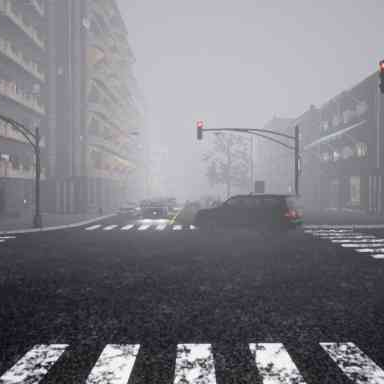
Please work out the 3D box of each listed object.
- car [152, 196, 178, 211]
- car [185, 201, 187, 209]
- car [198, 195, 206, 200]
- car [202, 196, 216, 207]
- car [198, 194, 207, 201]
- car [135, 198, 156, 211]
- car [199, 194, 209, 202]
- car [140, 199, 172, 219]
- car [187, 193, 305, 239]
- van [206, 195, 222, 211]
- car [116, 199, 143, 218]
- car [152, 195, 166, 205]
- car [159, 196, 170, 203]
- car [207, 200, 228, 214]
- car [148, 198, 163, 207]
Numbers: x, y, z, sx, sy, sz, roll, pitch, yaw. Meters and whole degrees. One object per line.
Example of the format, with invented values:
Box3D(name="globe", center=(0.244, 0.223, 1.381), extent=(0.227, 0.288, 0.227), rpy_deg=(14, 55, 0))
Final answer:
Box3D(name="car", center=(-3.103, 1.535, 38.689), extent=(2.033, 1.411, 5.357), rpy_deg=(0, 0, 0))
Box3D(name="car", center=(0.094, 1.586, 43.451), extent=(1.895, 1.301, 4.718), rpy_deg=(0, 0, 0))
Box3D(name="car", center=(2.679, 1.495, 91.041), extent=(1.887, 1.381, 4.507), rpy_deg=(0, 0, 0))
Box3D(name="car", center=(2.682, 1.420, 52.308), extent=(1.967, 1.590, 4.097), rpy_deg=(0, 0, 0))
Box3D(name="car", center=(2.678, 1.396, 85.508), extent=(1.967, 1.590, 4.097), rpy_deg=(0, 0, 0))
Box3D(name="car", center=(-5.697, 1.531, 41.247), extent=(1.887, 1.381, 4.507), rpy_deg=(0, 0, 0))
Box3D(name="car", center=(2.679, 1.280, 74.441), extent=(2.192, 1.841, 5.009), rpy_deg=(0, 0, 0))
Box3D(name="car", center=(-3.112, 1.556, 29.341), extent=(1.994, 1.385, 4.181), rpy_deg=(0, 0, -1))
Box3D(name="car", center=(2.779, 1.114, 16.811), extent=(5.566, 2.045, 2.150), rpy_deg=(0, 2, 34))
Box3D(name="van", center=(2.682, 1.327, 41.240), extent=(1.690, 1.788, 3.998), rpy_deg=(0, 0, 0))
Box3D(name="car", center=(-5.696, 1.542, 30.180), extent=(2.008, 1.369, 4.403), rpy_deg=(0, 0, 0))
Box3D(name="car", center=(-5.700, 1.417, 57.847), extent=(1.967, 1.590, 4.097), rpy_deg=(0, 0, 0))
Box3D(name="car", center=(-5.699, 1.551, 68.915), extent=(1.802, 1.307, 4.206), rpy_deg=(0, 0, 0))
Box3D(name="car", center=(2.684, 1.555, 35.707), extent=(1.947, 1.339, 4.313), rpy_deg=(0, 0, 0))
Box3D(name="car", center=(-5.698, 1.562, 52.314), extent=(1.802, 1.307, 4.206), rpy_deg=(0, 0, 0))
